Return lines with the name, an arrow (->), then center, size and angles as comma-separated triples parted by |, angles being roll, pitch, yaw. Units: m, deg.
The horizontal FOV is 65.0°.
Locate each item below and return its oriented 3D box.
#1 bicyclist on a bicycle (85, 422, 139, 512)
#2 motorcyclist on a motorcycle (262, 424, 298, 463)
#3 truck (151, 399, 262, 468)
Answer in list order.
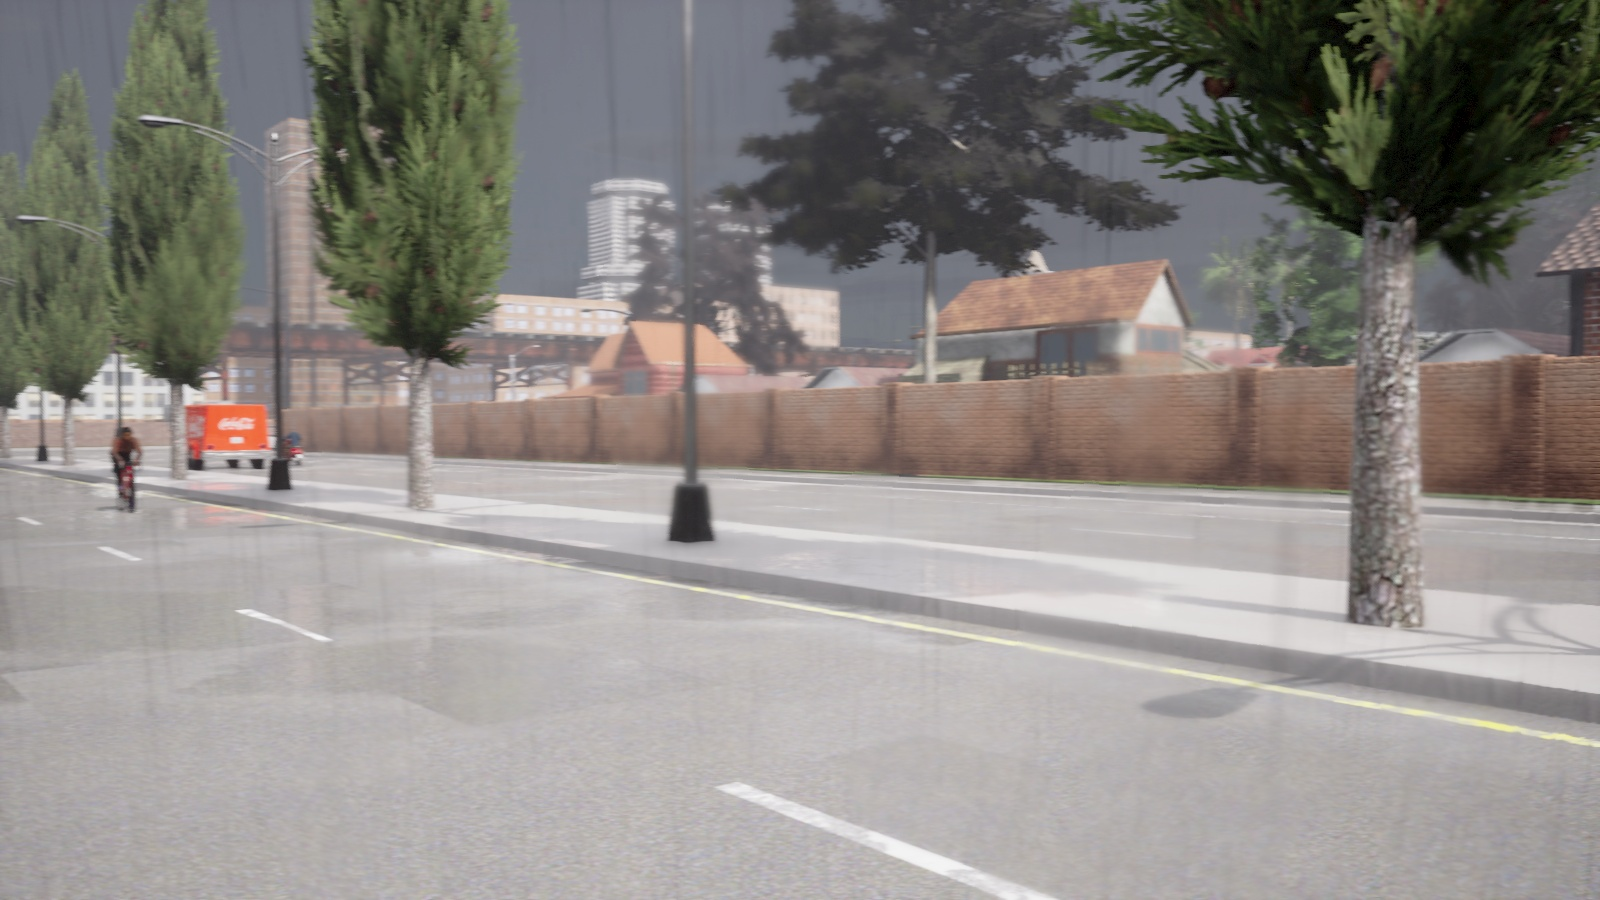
bicyclist on a bicycle -> -12.906, 0.298, 23.543 | 0.582, 1.620, 1.656 | -1, 2, -39
motorcyclist on a motorcycle -> -21.586, -0.301, 52.147 | 0.866, 1.590, 1.817 | -1, 2, -39
truck -> -22.780, -0.658, 48.086 | 2.627, 2.467, 5.204 | -1, 2, -39
